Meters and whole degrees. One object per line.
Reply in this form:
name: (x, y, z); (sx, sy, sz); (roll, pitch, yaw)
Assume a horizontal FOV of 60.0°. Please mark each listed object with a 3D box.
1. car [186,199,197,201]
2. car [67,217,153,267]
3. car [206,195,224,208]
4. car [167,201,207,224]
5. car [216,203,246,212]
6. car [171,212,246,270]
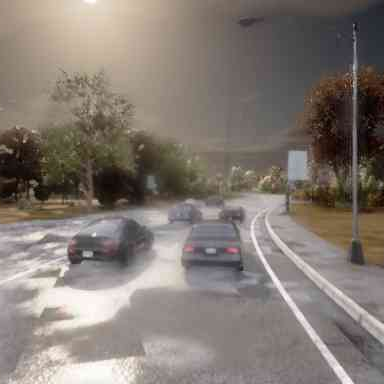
car: (-0.225, 1.864, 54.594); (1.812, 1.442, 4.674); (0, 0, 18)
car: (-2.687, 1.605, 11.718); (1.812, 1.442, 4.674); (0, 0, 7)
car: (3.839, 1.570, 55.812); (2.150, 2.045, 5.566); (0, 0, 18)
car: (-0.458, 1.726, 26.235); (2.033, 1.411, 5.357); (0, 0, 12)
car: (3.493, 1.797, 27.855); (1.895, 1.301, 4.718); (0, 0, 13)
car: (0.786, 1.627, 11.347); (2.033, 1.411, 5.357); (0, 0, 7)
